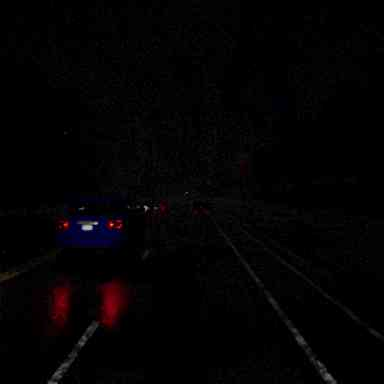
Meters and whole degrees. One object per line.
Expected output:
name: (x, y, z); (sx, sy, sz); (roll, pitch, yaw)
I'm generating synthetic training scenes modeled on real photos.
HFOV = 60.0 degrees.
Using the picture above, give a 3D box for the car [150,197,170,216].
car: (-3.142, 1.452, 31.381); (2.033, 1.411, 5.357); (0, 0, 0)

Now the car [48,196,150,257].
car: (-3.147, 1.159, 12.691); (2.150, 2.045, 5.566); (0, 0, 0)

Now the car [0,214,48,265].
car: (-6.599, 1.489, 11.681); (2.033, 1.411, 5.357); (0, 0, 0)

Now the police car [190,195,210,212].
police car: (0.986, 1.321, 37.761); (1.930, 1.638, 5.238); (0, 0, 0)

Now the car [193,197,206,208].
car: (0.989, 1.416, 47.652); (1.812, 1.442, 4.674); (0, 0, 0)

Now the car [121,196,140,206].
car: (-9.806, 1.392, 53.197); (2.128, 1.511, 4.902); (0, 0, 0)
